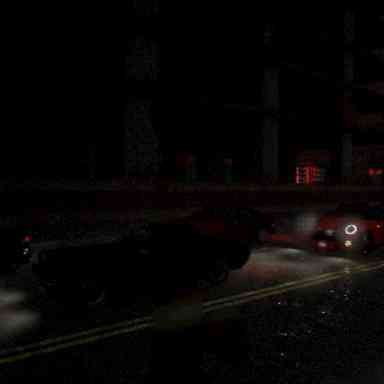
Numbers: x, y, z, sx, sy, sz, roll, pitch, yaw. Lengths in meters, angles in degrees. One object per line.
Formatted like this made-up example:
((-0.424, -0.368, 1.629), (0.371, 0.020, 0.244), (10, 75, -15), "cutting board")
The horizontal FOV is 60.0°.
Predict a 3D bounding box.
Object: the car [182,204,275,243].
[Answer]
((1.148, 1.260, 13.269), (5.008, 1.535, 1.882), (0, 1, -34), "car")

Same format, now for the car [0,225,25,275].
((-6.262, 1.353, 8.177), (4.181, 1.385, 1.994), (0, 1, -34), "car")

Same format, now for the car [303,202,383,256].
((6.275, 1.202, 12.544), (4.553, 1.767, 2.097), (0, 1, -34), "car")

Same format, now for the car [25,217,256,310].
((-0.987, 1.456, 7.556), (4.718, 1.301, 1.895), (0, 1, -35), "car")
